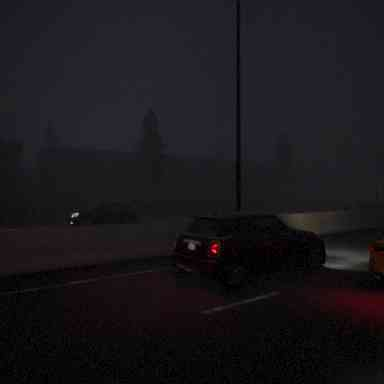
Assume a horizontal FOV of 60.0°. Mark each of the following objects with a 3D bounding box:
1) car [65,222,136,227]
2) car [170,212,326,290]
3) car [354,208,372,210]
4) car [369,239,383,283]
[{"bbox_3d":[-5.841,1.363,21.357,4.553,1.767,2.097,0,0,-36],"label":"car"},{"bbox_3d":[1.723,1.352,9.338,4.553,1.767,2.097,0,0,-35],"label":"car"},{"bbox_3d":[16.793,1.463,33.340,5.008,1.535,1.882,0,0,-36],"label":"car"},{"bbox_3d":[6.436,1.472,8.398,5.008,1.535,1.882,0,0,-36],"label":"car"}]
